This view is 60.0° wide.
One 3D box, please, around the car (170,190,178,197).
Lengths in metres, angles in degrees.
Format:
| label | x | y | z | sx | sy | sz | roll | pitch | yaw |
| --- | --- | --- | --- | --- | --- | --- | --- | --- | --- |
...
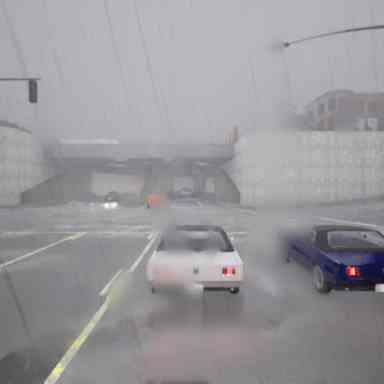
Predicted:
| label | x | y | z | sx | sy | sz | roll | pitch | yaw |
| --- | --- | --- | --- | --- | --- | --- | --- | --- | --- |
| car | -4.781 | 0.282 | 75.363 | 1.882 | 1.535 | 5.008 | 0 | 1 | 6 |

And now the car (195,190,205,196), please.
| label | x | y | z | sx | sy | sz | roll | pitch | yaw |
| --- | --- | --- | --- | --- | --- | --- | --- | --- | --- |
| car | 1.426 | 0.186 | 85.547 | 2.033 | 1.411 | 5.357 | 0 | 1 | 28 |

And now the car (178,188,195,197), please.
| label | x | y | z | sx | sy | sz | roll | pitch | yaw |
| --- | --- | --- | --- | --- | --- | --- | --- | --- | --- |
| car | -1.272 | 0.032 | 75.475 | 2.150 | 2.045 | 5.566 | 0 | 1 | 6 |

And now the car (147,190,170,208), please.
| label | x | y | z | sx | sy | sz | roll | pitch | yaw |
| --- | --- | --- | --- | --- | --- | --- | --- | --- | --- |
| car | -3.820 | 0.764 | 37.157 | 2.097 | 1.767 | 4.553 | 0 | 1 | -3 |

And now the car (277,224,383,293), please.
| label | x | y | z | sx | sy | sz | roll | pitch | yaw |
| --- | --- | --- | --- | --- | --- | --- | --- | --- | --- |
| car | 3.578 | 1.466 | 8.408 | 1.895 | 1.301 | 4.718 | 0 | 1 | 0 |

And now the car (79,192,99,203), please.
| label | x | y | z | sx | sy | sz | roll | pitch | yaw |
| --- | --- | --- | --- | --- | --- | --- | --- | --- | --- |
| car | -14.881 | 0.759 | 48.491 | 1.812 | 1.442 | 4.674 | 0 | 1 | -1 |

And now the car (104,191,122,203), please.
| label | x | y | z | sx | sy | sz | roll | pitch | yaw |
| --- | --- | --- | --- | --- | --- | --- | --- | --- | --- |
| car | -11.377 | 0.728 | 48.254 | 2.128 | 1.511 | 4.902 | 0 | 1 | -1 |

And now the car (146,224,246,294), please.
| label | x | y | z | sx | sy | sz | roll | pitch | yaw |
| --- | --- | --- | --- | --- | --- | --- | --- | --- | --- |
| car | 0.078 | 1.466 | 8.396 | 1.895 | 1.301 | 4.718 | 0 | 1 | 0 |

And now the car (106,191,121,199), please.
| label | x | y | z | sx | sy | sz | roll | pitch | yaw |
| --- | --- | --- | --- | --- | --- | --- | --- | --- | --- |
| car | -15.219 | 0.506 | 64.530 | 1.812 | 1.442 | 4.674 | 0 | 1 | -1 |

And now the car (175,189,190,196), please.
| label | x | y | z | sx | sy | sz | roll | pitch | yaw |
| --- | --- | --- | --- | --- | --- | --- | --- | --- | --- |
| car | -2.436 | 0.106 | 85.432 | 1.882 | 1.535 | 5.008 | 0 | 1 | 24 |
